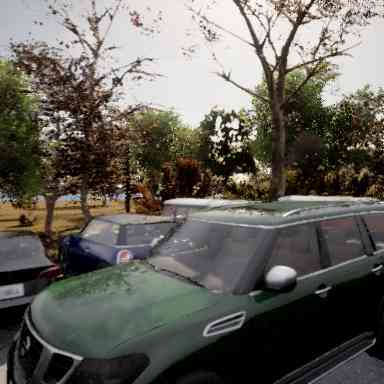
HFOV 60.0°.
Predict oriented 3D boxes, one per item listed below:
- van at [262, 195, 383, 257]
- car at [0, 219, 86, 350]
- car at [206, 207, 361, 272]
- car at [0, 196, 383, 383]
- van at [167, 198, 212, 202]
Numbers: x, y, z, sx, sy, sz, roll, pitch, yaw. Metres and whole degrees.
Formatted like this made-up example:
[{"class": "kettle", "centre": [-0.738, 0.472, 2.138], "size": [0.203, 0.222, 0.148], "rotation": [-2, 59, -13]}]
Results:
[{"class": "van", "centre": [5.131, 1.166, 13.385], "size": [1.878, 1.987, 4.442], "rotation": [0, 0, -35]}, {"class": "car", "centre": [-4.017, 1.505, 6.763], "size": [2.163, 1.488, 4.792], "rotation": [-1, 0, -36]}, {"class": "car", "centre": [2.895, 1.414, 11.657], "size": [2.231, 1.521, 4.892], "rotation": [-1, 0, -35]}, {"class": "car", "centre": [0.812, 1.191, 4.262], "size": [5.566, 2.045, 2.150], "rotation": [-2, 1, -35]}, {"class": "van", "centre": [0.528, 1.208, 10.108], "size": [1.878, 1.987, 4.442], "rotation": [-1, 0, -35]}]
